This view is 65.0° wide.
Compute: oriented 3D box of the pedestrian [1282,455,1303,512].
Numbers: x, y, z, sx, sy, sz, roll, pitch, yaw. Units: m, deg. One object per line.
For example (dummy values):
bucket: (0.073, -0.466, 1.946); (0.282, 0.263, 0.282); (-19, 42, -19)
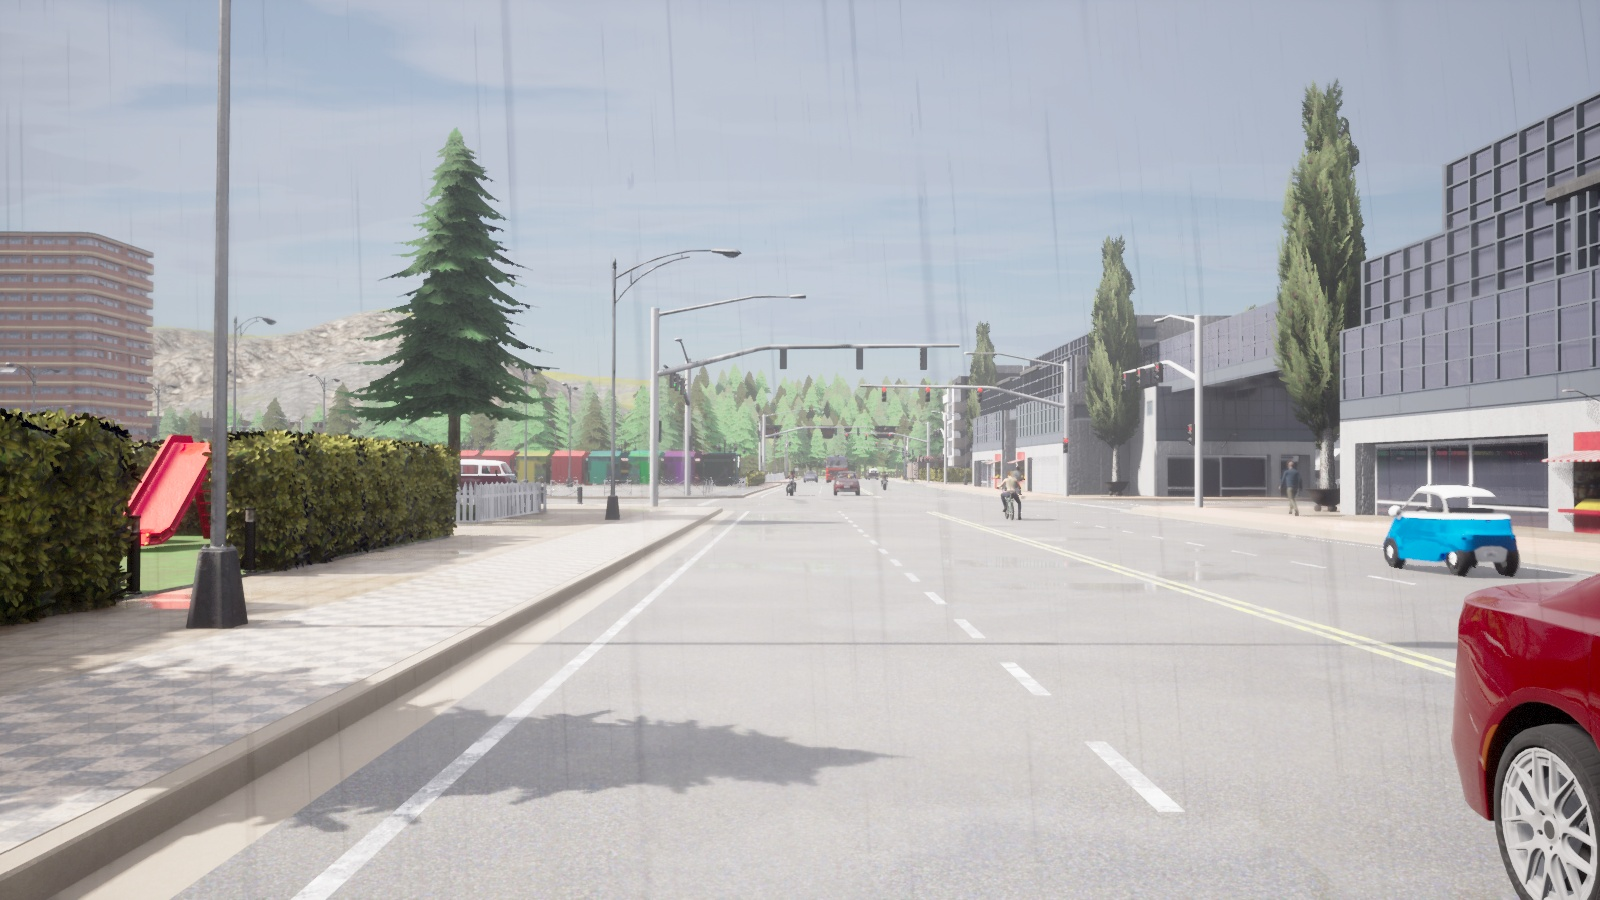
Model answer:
pedestrian: (16.152, 1.098, 41.168); (0.402, 1.842, 0.726); (0, -1, 2)

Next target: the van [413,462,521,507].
van: (-15.426, 1.577, 58.372); (4.480, 2.038, 2.069); (0, -1, 0)

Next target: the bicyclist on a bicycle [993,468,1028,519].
bicyclist on a bicycle: (6.817, 1.407, 40.777); (0.866, 1.612, 1.509); (0, -1, 0)

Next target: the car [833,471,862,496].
car: (3.028, 2.141, 81.198); (1.789, 1.549, 3.705); (0, -1, 1)

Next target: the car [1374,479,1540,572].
car: (10.411, 1.163, 20.034); (1.481, 1.376, 2.207); (0, -1, 0)

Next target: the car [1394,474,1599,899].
car: (3.484, 0.826, 2.846); (1.882, 1.535, 5.008); (0, -1, 0)
